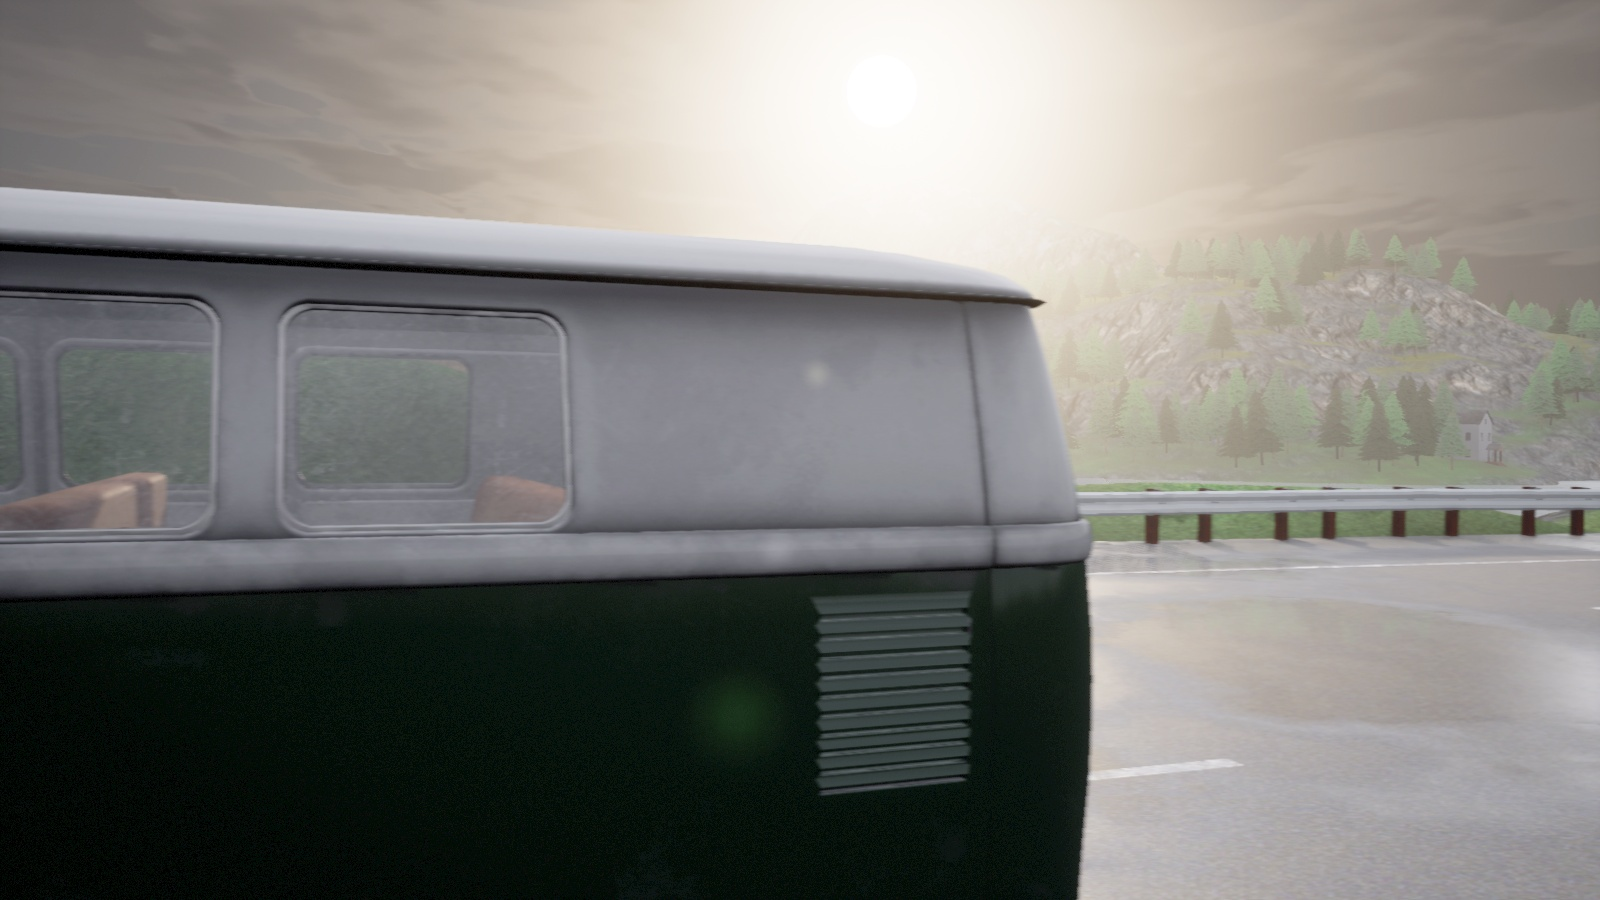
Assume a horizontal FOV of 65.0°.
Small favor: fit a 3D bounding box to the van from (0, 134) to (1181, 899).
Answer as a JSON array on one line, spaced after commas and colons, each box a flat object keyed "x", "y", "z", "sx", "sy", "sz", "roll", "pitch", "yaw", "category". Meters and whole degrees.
[{"x": -1.604, "y": 0.524, "z": 2.636, "sx": 4.442, "sy": 1.987, "sz": 1.775, "roll": -1, "pitch": 1, "yaw": -21, "category": "van"}]
